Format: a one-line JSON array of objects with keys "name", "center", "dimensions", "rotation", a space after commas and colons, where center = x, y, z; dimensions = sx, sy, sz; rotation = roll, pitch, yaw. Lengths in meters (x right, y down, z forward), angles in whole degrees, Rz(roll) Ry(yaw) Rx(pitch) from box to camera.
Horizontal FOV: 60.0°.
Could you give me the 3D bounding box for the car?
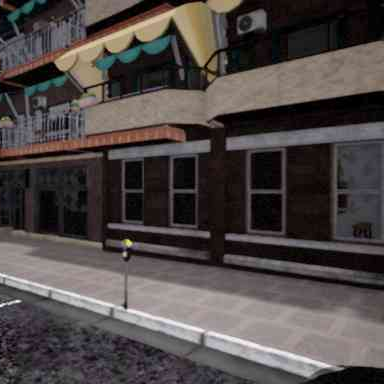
[{"name": "car", "center": [2.284, 1.554, 1.233], "dimensions": [4.313, 1.339, 1.947], "rotation": [-1, 0, 35]}]
